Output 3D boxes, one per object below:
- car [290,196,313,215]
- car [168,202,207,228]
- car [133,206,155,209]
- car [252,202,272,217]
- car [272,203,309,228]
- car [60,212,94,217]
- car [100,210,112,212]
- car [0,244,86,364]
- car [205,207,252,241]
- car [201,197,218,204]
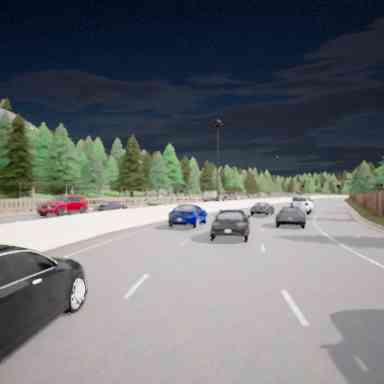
[{"bbox_3d":[12.765,1.492,38.708,2.150,2.045,5.566,0,0,25],"label":"car"},{"bbox_3d":[-0.184,1.593,23.193,1.882,1.535,5.008,0,0,14],"label":"car"},{"bbox_3d":[-4.257,1.748,34.304,1.895,1.301,4.718,0,0,20],"label":"car"},{"bbox_3d":[7.424,1.765,34.923,2.033,1.411,5.357,0,0,23],"label":"car"},{"bbox_3d":[7.047,1.724,23.777,1.994,1.385,4.181,0,0,18],"label":"car"},{"bbox_3d":[-12.347,1.311,32.177,2.150,2.045,5.566,0,0,18],"label":"car"},{"bbox_3d":[-8.215,1.684,33.508,1.994,1.385,4.181,0,0,19],"label":"car"},{"bbox_3d":[-3.123,1.511,4.839,1.837,1.490,4.892,0,0,3],"label":"car"},{"bbox_3d":[2.058,1.625,17.331,1.812,1.442,4.674,0,0,11],"label":"car"},{"bbox_3d":[3.736,1.720,70.415,1.837,1.490,4.892,0,0,24],"label":"car"}]
